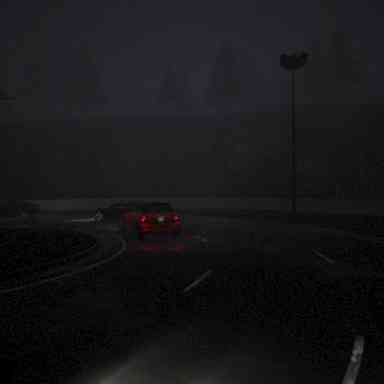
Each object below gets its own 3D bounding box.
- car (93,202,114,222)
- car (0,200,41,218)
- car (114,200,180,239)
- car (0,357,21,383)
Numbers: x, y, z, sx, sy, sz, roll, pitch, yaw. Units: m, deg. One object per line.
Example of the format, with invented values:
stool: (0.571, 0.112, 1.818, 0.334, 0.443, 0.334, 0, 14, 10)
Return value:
car: (-4.987, 1.386, 24.082, 4.892, 1.490, 1.837, 0, -1, 29)
car: (-15.491, 1.421, 28.059, 5.008, 1.535, 1.882, -1, 0, -14)
car: (-2.307, 1.258, 17.015, 2.097, 1.767, 4.553, -1, 1, -25)
car: (-3.607, 1.571, 1.237, 5.357, 1.411, 2.033, -1, 1, -27)
